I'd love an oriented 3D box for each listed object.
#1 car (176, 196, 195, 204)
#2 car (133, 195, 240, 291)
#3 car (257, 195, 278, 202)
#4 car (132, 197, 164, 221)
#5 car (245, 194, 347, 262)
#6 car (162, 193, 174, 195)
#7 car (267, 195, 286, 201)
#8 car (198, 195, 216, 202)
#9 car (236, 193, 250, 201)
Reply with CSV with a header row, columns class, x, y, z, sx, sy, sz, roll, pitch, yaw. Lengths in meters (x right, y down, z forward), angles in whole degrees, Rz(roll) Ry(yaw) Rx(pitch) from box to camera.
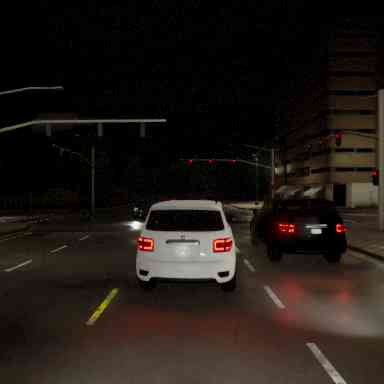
class,x,y,z,sx,sy,sz,roll,pitch,yaw
car,-1.134,1.547,65.714,2.033,1.411,5.357,0,0,19
car,0.021,1.221,9.198,2.150,2.045,5.566,0,0,4
car,18.243,1.540,80.268,5.357,1.411,2.033,0,0,-33
car,-3.592,1.370,27.975,2.097,1.767,4.553,0,0,0
car,3.584,1.221,12.222,2.150,2.045,5.566,0,0,0
car,-3.477,1.221,47.699,2.150,2.045,5.566,0,0,1
car,21.885,1.524,86.292,4.674,1.442,1.812,0,0,-22
car,3.375,1.500,75.082,1.837,1.490,4.892,0,0,34
car,13.115,1.225,80.779,5.566,2.045,2.150,0,0,-41
